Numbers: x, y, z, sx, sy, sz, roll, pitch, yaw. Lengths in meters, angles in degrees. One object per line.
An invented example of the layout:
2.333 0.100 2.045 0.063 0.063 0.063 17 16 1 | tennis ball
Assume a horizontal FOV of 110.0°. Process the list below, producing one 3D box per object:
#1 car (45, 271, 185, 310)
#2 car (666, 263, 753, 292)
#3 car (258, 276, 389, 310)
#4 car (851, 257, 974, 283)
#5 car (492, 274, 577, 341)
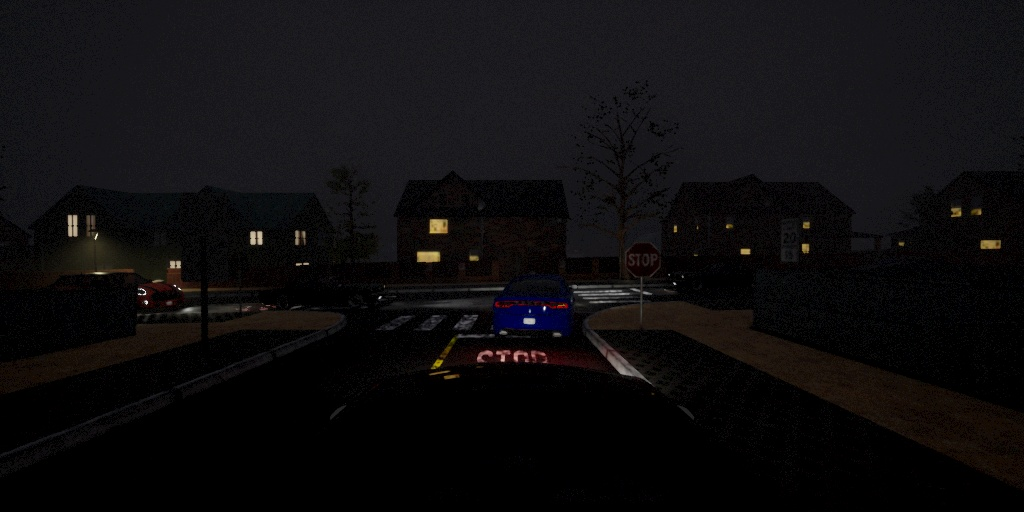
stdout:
-16.802 1.471 15.212 4.553 1.767 2.097 -1 1 0 | car
10.407 1.034 18.152 4.718 1.301 1.895 -1 1 -1 | car
-7.814 1.506 15.222 4.718 1.301 1.895 -1 1 0 | car
20.053 0.753 18.190 5.357 1.411 2.033 -1 1 0 | car
0.784 1.226 10.015 1.882 1.535 5.008 0 0 10 | car
